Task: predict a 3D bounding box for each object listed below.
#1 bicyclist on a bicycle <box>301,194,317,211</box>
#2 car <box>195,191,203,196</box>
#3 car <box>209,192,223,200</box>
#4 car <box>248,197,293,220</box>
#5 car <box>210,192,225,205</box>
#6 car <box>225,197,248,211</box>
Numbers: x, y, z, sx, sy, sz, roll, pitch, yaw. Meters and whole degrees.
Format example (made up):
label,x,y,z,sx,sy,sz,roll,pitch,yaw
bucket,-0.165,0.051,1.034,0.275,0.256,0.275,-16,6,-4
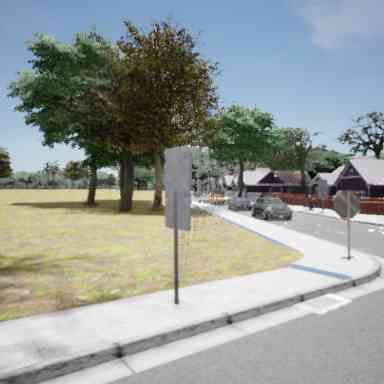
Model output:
label,x,y,z,sx,sy,sz,roll,pitch,yaw
bicyclist on a bicycle,11.542,1.062,32.853,1.656,1.620,0.582,-1,1,-6
car,1.942,0.482,95.145,1.812,1.442,4.674,0,1,-6
car,4.847,0.866,67.630,1.837,1.490,4.892,0,1,-6
car,6.310,1.209,26.591,2.097,1.767,4.553,0,1,-6
car,3.950,1.084,49.139,1.882,1.535,5.008,0,1,-5
car,5.270,1.312,36.511,1.994,1.385,4.181,0,1,-6
